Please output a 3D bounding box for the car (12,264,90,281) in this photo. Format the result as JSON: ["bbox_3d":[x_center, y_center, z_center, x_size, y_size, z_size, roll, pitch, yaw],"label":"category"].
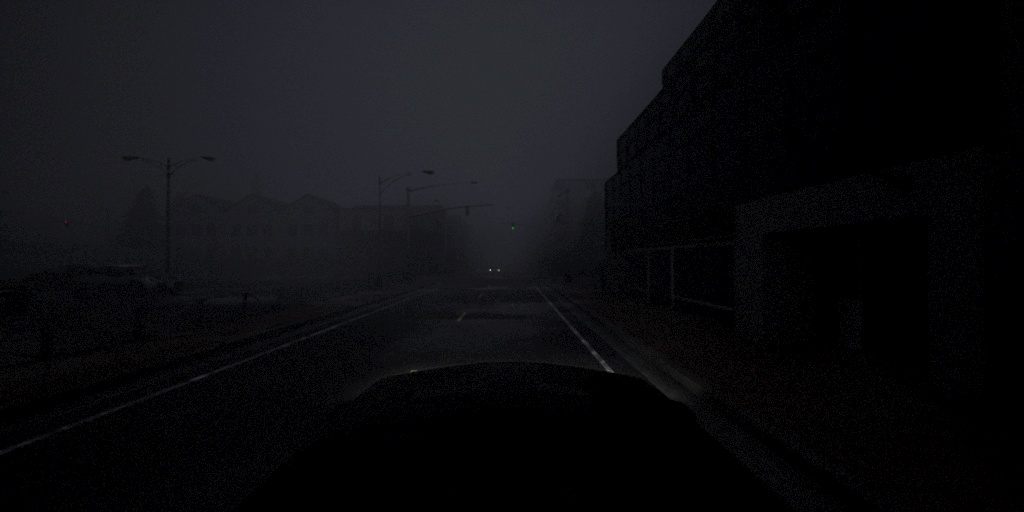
[{"bbox_3d":[-46.557,1.532,36.061,5.357,1.411,2.033,0,-1,0],"label":"car"}]
